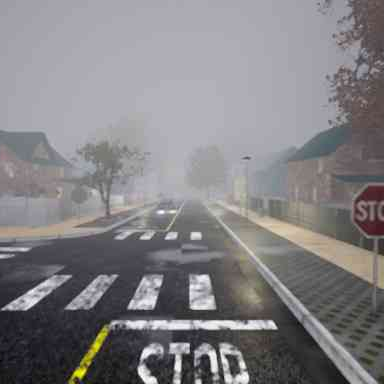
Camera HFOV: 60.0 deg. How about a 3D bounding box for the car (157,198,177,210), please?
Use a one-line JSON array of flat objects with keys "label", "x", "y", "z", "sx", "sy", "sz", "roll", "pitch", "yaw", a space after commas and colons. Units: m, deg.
[{"label": "car", "x": -2.750, "y": 1.327, "z": 37.406, "sx": 1.994, "sy": 1.385, "sz": 4.181, "roll": 0, "pitch": 0, "yaw": 0}]
